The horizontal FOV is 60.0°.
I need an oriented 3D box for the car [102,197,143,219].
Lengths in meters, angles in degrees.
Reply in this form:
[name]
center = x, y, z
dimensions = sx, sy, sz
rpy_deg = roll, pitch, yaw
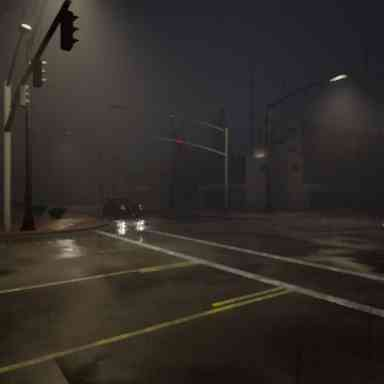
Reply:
[car]
center = -5.909, 1.247, 28.144
dimensions = 2.097, 1.767, 4.553
rpy_deg = 0, -1, -35
